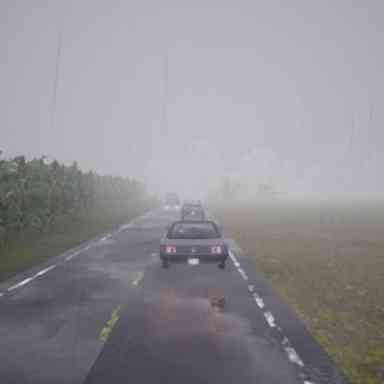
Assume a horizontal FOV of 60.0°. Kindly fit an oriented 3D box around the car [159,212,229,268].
[{"bbox_3d":[0.064,1.559,11.089,1.895,1.301,4.718,0,0,0],"label":"car"}]

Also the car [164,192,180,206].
[{"bbox_3d":[-3.033,1.007,51.483,2.150,2.045,5.566,0,0,-2],"label":"car"}]

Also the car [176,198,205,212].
[{"bbox_3d":[0.076,1.386,27.519,2.128,1.511,4.902,0,0,0],"label":"car"}]
